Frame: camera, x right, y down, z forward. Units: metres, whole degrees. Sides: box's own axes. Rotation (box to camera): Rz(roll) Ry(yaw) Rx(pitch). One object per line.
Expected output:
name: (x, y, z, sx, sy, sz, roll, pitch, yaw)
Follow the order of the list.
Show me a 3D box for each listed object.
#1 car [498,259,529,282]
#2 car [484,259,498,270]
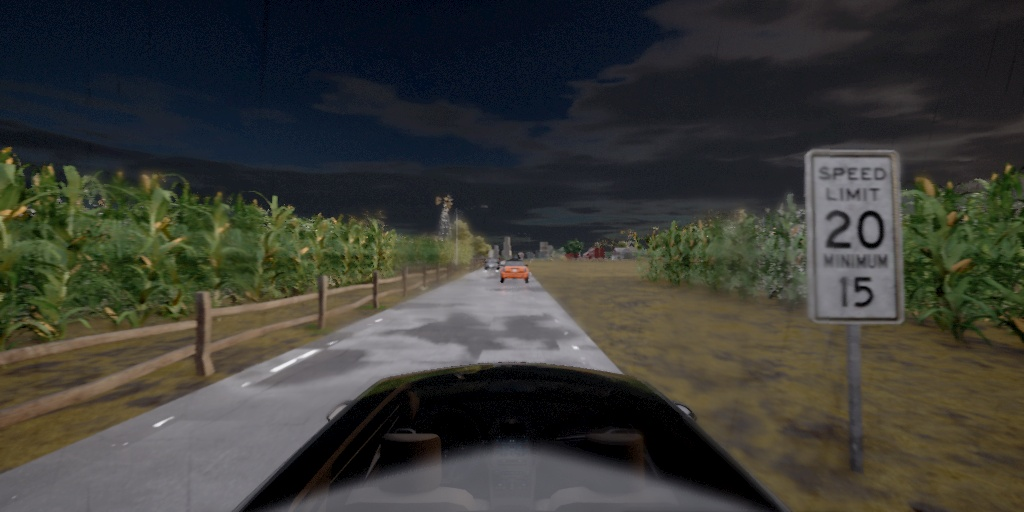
car: (0.205, 1.055, 28.094, 2.097, 1.767, 4.553, 0, 0, 0)
car: (-2.564, 1.101, 47.259, 2.128, 1.511, 4.902, 0, 0, 0)
